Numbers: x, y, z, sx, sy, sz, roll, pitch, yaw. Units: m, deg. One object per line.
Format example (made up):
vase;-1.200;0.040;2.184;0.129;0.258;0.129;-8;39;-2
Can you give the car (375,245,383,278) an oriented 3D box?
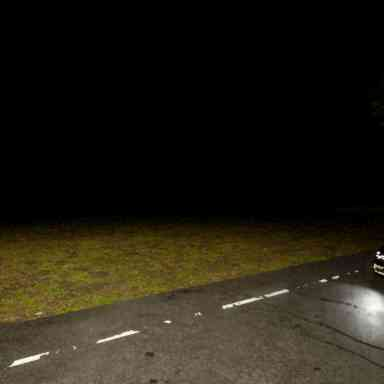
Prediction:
car;6.724;1.500;8.803;4.892;1.490;1.837;0;0;-36
